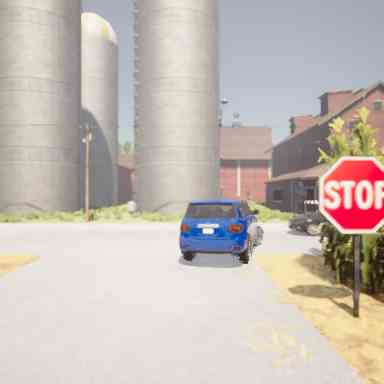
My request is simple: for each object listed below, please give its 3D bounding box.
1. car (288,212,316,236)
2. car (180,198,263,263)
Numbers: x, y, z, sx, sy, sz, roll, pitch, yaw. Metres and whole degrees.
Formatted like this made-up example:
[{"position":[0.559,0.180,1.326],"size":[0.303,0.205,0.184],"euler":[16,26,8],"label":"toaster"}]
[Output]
[{"position":[7.713,1.545,18.060],"size":[4.892,1.490,1.837],"euler":[0,0,0],"label":"car"},{"position":[1.232,1.250,12.418],"size":[2.150,2.045,5.566],"euler":[-1,0,16],"label":"car"}]
